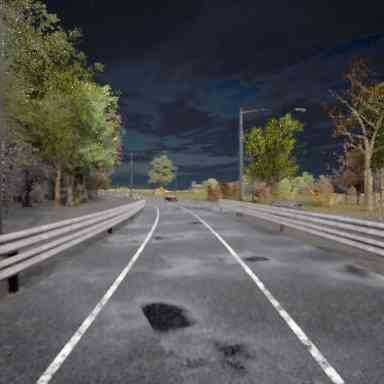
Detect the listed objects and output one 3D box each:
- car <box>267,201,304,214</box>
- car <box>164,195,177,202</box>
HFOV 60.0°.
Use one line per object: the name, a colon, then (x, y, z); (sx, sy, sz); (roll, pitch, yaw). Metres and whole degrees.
car: (9.500, 1.649, 34.439); (2.128, 1.511, 4.902); (0, 0, -19)
car: (-4.951, 1.453, 75.407); (1.882, 1.535, 5.008); (0, 0, -19)
